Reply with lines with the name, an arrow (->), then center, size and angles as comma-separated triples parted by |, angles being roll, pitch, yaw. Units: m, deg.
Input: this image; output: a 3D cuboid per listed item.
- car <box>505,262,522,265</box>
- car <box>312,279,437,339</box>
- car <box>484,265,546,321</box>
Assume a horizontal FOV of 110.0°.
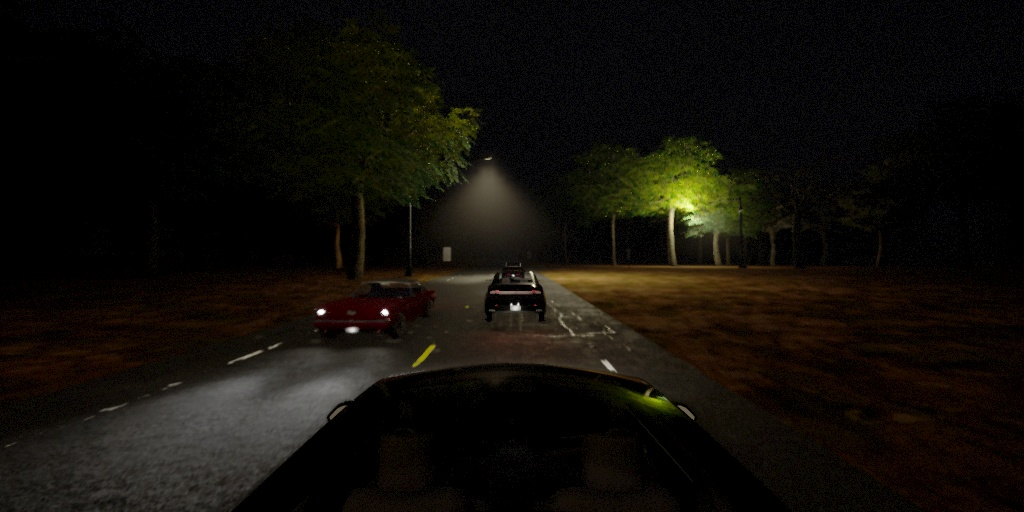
car -> 0.102, 1.243, 30.344 | 1.837, 1.490, 4.892 | 0, 0, 0
car -> -3.562, 1.346, 10.216 | 1.895, 1.301, 4.718 | 0, 0, 0
car -> 0.100, 1.235, 12.411 | 2.128, 1.511, 4.902 | 0, 0, 0
